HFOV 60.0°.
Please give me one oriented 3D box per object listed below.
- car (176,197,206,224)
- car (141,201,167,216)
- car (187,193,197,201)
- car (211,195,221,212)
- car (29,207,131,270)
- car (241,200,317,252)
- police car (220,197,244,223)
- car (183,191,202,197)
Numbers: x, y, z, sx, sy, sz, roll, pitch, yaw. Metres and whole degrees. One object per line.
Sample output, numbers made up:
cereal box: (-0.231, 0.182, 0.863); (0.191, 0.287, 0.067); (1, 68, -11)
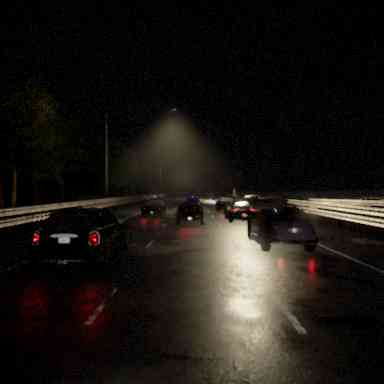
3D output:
car: (-0.106, 1.379, 23.499); (1.837, 1.490, 4.892); (0, 1, 1)
car: (-3.390, 1.433, 30.393); (1.895, 1.301, 4.718); (0, 0, 0)
car: (0.031, 1.047, 75.697); (2.097, 1.767, 4.553); (0, 0, 0)
car: (3.514, 1.295, 35.633); (2.128, 1.511, 4.902); (0, 0, 0)
car: (-3.397, 1.298, 10.963); (2.097, 1.767, 4.553); (0, 0, 0)
car: (3.505, 1.362, 13.633); (2.033, 1.649, 4.856); (0, 0, 0)
police car: (3.509, 1.371, 24.633); (2.038, 1.542, 4.974); (0, 0, 0)
car: (0.104, 0.947, 56.052); (2.150, 2.045, 5.566); (0, 0, 0)
